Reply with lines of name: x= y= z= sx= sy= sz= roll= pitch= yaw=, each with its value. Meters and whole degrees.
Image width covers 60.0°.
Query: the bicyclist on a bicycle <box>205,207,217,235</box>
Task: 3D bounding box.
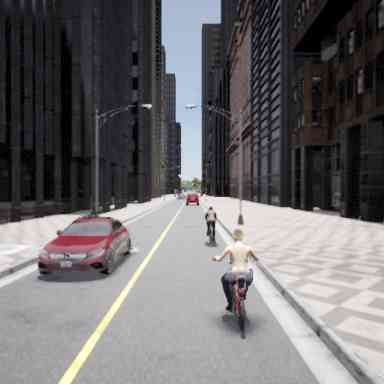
bicyclist on a bicycle: x=0.831 y=1.459 z=14.377 sx=0.582 sy=1.620 sz=1.656 roll=0 pitch=0 yaw=0

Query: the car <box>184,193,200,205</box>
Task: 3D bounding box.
car: x=0.118 y=1.228 z=57.311 sx=2.150 sy=2.045 sz=5.566 roll=0 pitch=0 yaw=0

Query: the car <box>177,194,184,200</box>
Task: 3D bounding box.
car: x=-2.973 y=1.339 z=90.677 sx=2.097 sy=1.767 sz=4.553 roll=0 pitch=0 yaw=0

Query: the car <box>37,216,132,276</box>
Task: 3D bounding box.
car: x=-3.097 y=1.530 z=10.528 sx=1.812 sy=1.442 sz=4.674 roll=0 pitch=0 yaw=0

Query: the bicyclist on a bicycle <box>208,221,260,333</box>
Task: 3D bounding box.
bicyclist on a bicycle: x=0.794 y=1.439 z=5.827 sx=0.866 sy=1.612 sz=1.509 roll=0 pitch=0 yaw=0
